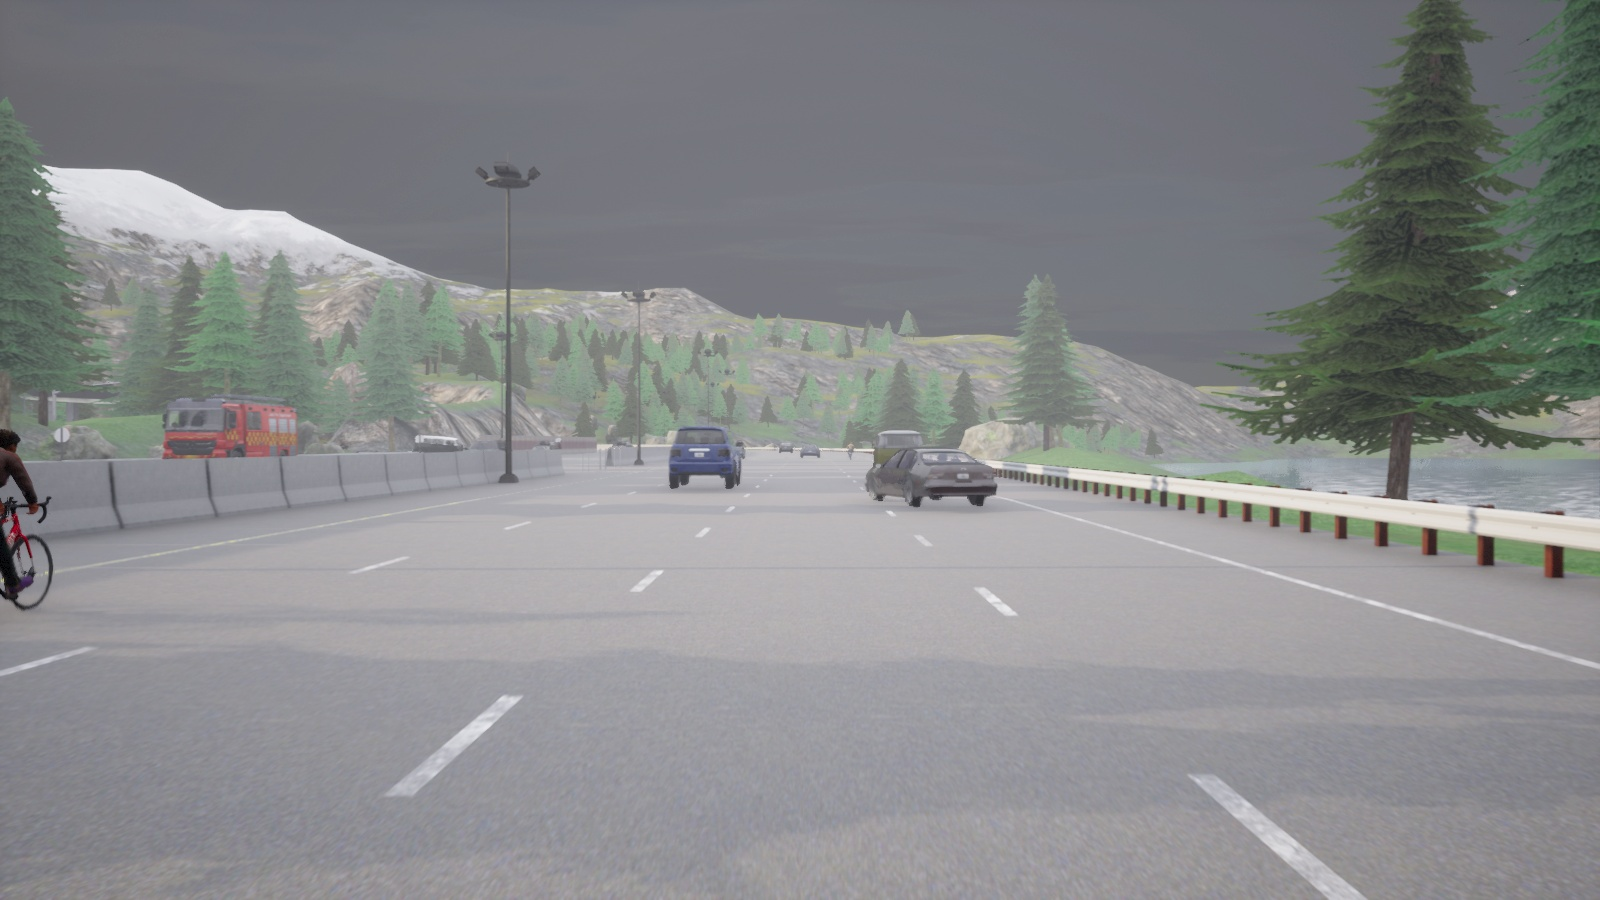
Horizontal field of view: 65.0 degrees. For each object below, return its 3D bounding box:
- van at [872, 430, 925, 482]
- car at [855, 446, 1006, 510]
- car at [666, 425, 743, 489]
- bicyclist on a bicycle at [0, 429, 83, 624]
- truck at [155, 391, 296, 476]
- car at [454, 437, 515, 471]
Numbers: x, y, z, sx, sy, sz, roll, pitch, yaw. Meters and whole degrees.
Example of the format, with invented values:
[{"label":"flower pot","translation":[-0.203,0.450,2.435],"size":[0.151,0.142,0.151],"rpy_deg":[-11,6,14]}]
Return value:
[{"label":"van","translation":[3.868,0.222,49.931],"size":[1.775,1.987,4.442],"rpy_deg":[0,0,0]},{"label":"car","translation":[3.067,0.623,30.867],"size":[2.033,1.411,5.357],"rpy_deg":[0,0,-13]},{"label":"car","translation":[-3.192,0.220,43.040],"size":[2.150,2.045,5.566],"rpy_deg":[0,0,1]},{"label":"bicyclist on a bicycle","translation":[-6.921,0.633,10.783],"size":[0.582,1.620,1.656],"rpy_deg":[0,0,0]},{"label":"truck","translation":[-27.537,-0.783,60.743],"size":[2.891,3.827,8.468],"rpy_deg":[0,0,1]},{"label":"car","translation":[-16.978,0.209,67.761],"size":[2.097,1.767,4.553],"rpy_deg":[0,0,0]}]
